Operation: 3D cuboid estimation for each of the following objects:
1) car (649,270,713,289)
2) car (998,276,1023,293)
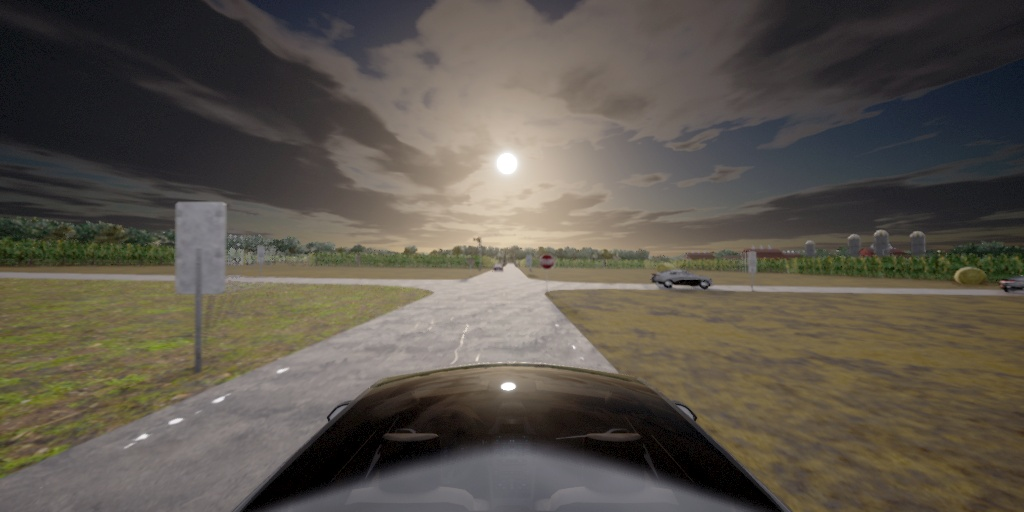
[{"bbox_3d":[13.899,1.887,29.512,4.902,1.511,2.128,1,-1,0],"label":"car"},{"bbox_3d":[43.355,2.382,29.464,4.902,1.511,2.128,1,-1,2],"label":"car"}]
